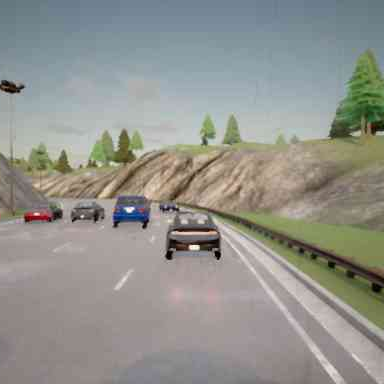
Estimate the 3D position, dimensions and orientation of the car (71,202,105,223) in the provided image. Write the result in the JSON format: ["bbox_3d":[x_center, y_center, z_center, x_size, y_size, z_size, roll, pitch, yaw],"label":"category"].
[{"bbox_3d":[-7.847,1.493,25.309,2.128,1.511,4.902,0,0,-7],"label":"car"}]

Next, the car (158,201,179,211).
[{"bbox_3d":[-2.650,1.602,37.166,1.895,1.301,4.718,0,0,-11],"label":"car"}]

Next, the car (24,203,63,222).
[{"bbox_3d":[-11.476,1.565,25.957,1.994,1.385,4.181,0,0,-8],"label":"car"}]

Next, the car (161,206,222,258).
[{"bbox_3d":[0.012,1.493,12.682,2.128,1.511,4.902,0,0,-1],"label":"car"}]

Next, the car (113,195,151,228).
[{"bbox_3d":[-4.012,1.224,22.618,2.150,2.045,5.566,0,0,-5],"label":"car"}]
